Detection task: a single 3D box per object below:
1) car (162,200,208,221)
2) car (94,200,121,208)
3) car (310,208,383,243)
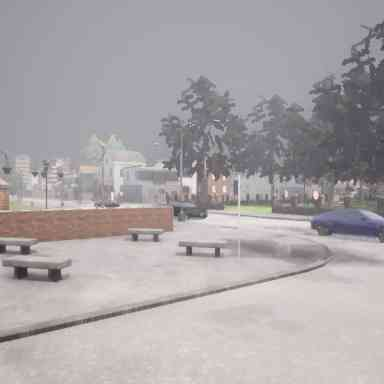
[{"bbox_3d":[-0.668,1.477,27.850,1.882,1.535,5.008,0,0,-35],"label":"car"},{"bbox_3d":[-10.792,1.622,42.250,1.895,1.301,4.718,0,0,-35],"label":"car"},{"bbox_3d":[8.041,1.525,16.071,1.812,1.442,4.674,0,0,-40],"label":"car"}]
